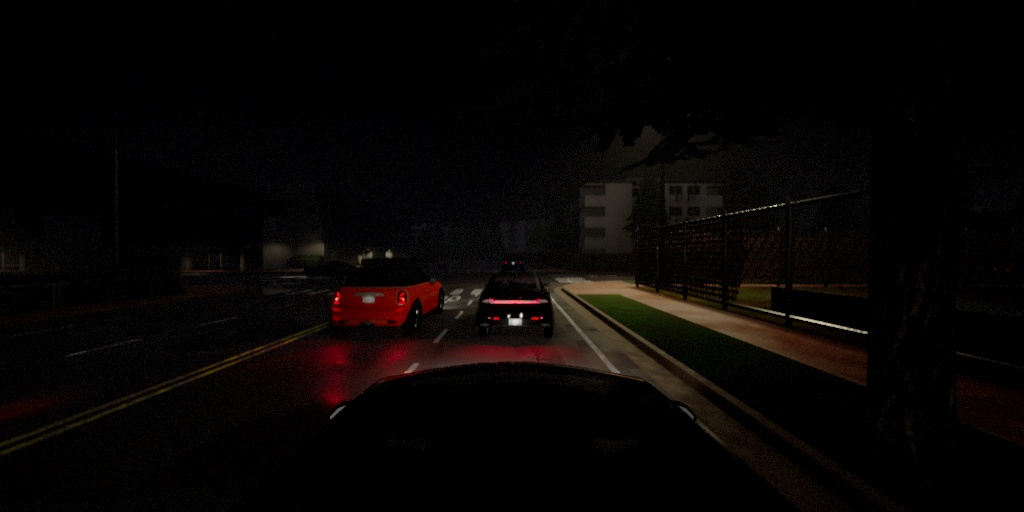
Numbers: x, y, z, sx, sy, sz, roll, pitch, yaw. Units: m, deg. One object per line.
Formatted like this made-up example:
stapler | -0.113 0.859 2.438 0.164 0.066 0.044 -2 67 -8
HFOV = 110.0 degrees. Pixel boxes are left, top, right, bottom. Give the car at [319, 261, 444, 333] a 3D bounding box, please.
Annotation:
car | -3.408 1.048 10.688 2.097 1.767 4.553 0 0 0

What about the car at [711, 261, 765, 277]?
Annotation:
car | 20.013 1.116 31.939 4.181 1.385 1.994 0 0 0

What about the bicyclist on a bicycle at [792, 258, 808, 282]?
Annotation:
bicyclist on a bicycle | 18.301 0.910 22.961 0.582 1.620 1.656 0 0 0

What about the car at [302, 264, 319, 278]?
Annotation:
car | -15.684 1.140 30.900 4.181 1.385 1.994 0 0 7

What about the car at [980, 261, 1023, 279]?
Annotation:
car | 40.889 1.108 29.405 5.357 1.411 2.033 0 0 -19

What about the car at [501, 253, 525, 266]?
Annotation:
car | 0.098 0.767 35.960 2.150 2.045 5.566 0 0 0

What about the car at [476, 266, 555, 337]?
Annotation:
car | 0.088 1.191 10.130 2.128 1.511 4.902 0 0 0
